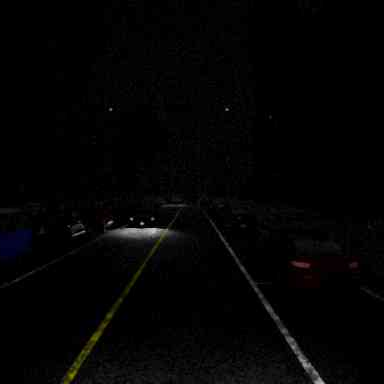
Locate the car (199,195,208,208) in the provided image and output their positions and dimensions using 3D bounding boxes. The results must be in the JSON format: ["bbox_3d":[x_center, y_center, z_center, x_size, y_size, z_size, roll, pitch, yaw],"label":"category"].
[{"bbox_3d":[2.351,1.574,49.411,1.882,1.535,5.008,0,0,0],"label":"car"}]

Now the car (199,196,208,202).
[{"bbox_3d":[2.746,1.727,82.421,2.008,1.369,4.403,0,0,0],"label":"car"}]

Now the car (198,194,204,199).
[{"bbox_3d":[2.749,1.685,65.387,2.008,1.369,4.403,0,0,0],"label":"car"}]

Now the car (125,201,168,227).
[{"bbox_3d":[-3.105,1.590,23.351,2.033,1.411,5.357,0,0,0],"label":"car"}]

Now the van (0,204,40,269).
[{"bbox_3d":[-5.765,1.357,8.604,1.690,1.788,3.998,0,0,0],"label":"van"}]

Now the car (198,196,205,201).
[{"bbox_3d":[2.744,1.750,93.776,1.887,1.381,4.507,0,0,0],"label":"car"}]

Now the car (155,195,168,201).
[{"bbox_3d":[-5.775,1.645,59.530,1.752,1.417,4.829,0,0,0],"label":"car"}]

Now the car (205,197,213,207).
[{"bbox_3d":[2.755,1.595,37.170,1.752,1.417,4.829,0,0,0],"label":"car"}]

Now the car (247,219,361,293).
[{"bbox_3d":[2.760,1.598,8.612,1.802,1.307,4.206,0,0,0],"label":"car"}]

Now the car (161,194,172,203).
[{"bbox_3d":[-5.778,1.477,76.733,2.192,1.841,5.009,0,0,0],"label":"car"}]

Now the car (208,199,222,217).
[{"bbox_3d":[2.756,1.640,31.322,1.802,1.307,4.206,0,0,0],"label":"car"}]

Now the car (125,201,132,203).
[{"bbox_3d":[-5.768,1.613,25.636,1.947,1.339,4.313,0,0,0],"label":"car"}]

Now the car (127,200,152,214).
[{"bbox_3d":[-5.770,1.620,36.990,2.008,1.369,4.403,0,0,0],"label":"car"}]

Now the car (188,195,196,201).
[{"bbox_3d":[-0.015,1.533,86.054,1.837,1.490,4.892,0,0,0],"label":"car"}]

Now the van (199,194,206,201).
[{"bbox_3d":[2.745,1.532,88.099,1.690,1.788,3.998,0,0,0],"label":"van"}]

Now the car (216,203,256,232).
[{"bbox_3d":[2.758,1.587,19.967,2.008,1.369,4.403,0,0,0],"label":"car"}]

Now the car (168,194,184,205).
[{"bbox_3d":[-3.032,1.656,63.918,1.812,1.442,4.674,0,0,1],"label":"car"}]

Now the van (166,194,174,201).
[{"bbox_3d":[-5.780,1.532,88.088,1.690,1.788,3.998,0,0,0],"label":"van"}]

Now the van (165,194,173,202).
[{"bbox_3d":[-5.779,1.517,82.410,1.690,1.788,3.998,0,0,0],"label":"van"}]

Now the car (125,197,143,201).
[{"bbox_3d":[-5.769,1.373,31.314,2.192,1.841,5.009,0,0,0],"label":"car"}]

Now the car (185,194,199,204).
[{"bbox_3d":[-0.010,1.613,69.402,1.837,1.490,4.892,0,0,0],"label":"car"}]

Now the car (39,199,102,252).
[{"bbox_3d":[-5.766,1.341,14.282,2.192,1.841,5.009,0,0,0],"label":"car"}]

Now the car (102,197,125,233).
[{"bbox_3d":[-5.767,1.352,19.959,2.192,1.841,5.009,0,0,0],"label":"car"}]
